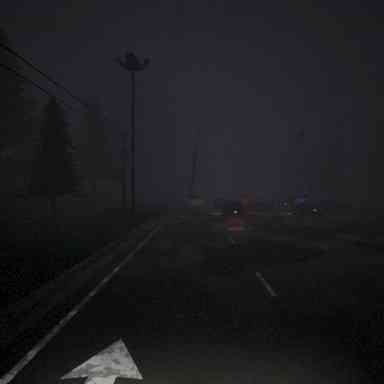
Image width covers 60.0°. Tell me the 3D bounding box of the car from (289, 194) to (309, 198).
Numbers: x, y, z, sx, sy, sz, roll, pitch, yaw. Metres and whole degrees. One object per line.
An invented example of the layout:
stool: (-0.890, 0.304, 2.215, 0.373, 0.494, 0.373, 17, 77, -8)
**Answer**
car: (14.355, 1.221, 45.568, 2.150, 2.045, 5.566, 0, 0, 0)

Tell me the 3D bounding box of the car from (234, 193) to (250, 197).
car: (7.364, 1.221, 48.333, 2.150, 2.045, 5.566, 0, 0, 1)

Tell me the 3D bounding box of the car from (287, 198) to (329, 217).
car: (10.781, 1.564, 31.166, 1.994, 1.385, 4.181, 0, 0, 0)

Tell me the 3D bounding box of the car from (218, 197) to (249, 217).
car: (3.782, 1.503, 31.287, 1.837, 1.490, 4.892, 0, 0, 0)

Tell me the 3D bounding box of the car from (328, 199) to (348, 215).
car: (14.300, 1.491, 34.311, 2.128, 1.511, 4.902, 0, 0, 0)

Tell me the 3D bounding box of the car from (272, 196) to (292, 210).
car: (10.826, 1.547, 42.919, 2.033, 1.411, 5.357, 0, 0, 1)

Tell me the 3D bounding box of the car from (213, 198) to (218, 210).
car: (3.833, 1.547, 44.016, 2.033, 1.411, 5.357, 0, 0, 1)

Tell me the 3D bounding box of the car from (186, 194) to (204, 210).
car: (0.352, 1.221, 44.109, 2.150, 2.045, 5.566, 0, 0, 1)

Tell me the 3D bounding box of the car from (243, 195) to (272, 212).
car: (7.321, 1.478, 37.930, 1.882, 1.535, 5.008, 0, 0, 0)
